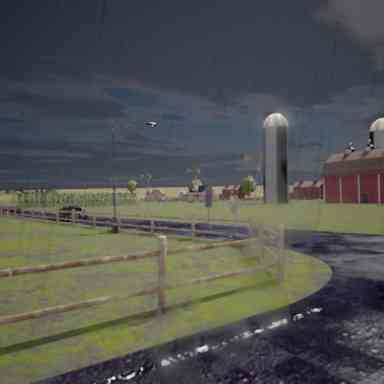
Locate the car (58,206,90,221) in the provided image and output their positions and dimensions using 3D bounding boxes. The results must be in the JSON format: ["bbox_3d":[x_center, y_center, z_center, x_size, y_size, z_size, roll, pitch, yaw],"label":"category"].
[{"bbox_3d":[-12.631,2.289,35.384,1.837,1.490,4.892,-1,0,-42],"label":"car"}]

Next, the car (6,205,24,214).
[{"bbox_3d":[-28.454,2.813,53.433,1.895,1.301,4.718,-1,0,-39],"label":"car"}]
